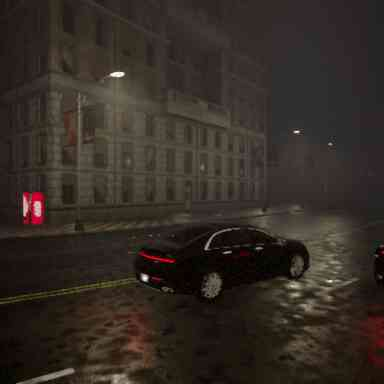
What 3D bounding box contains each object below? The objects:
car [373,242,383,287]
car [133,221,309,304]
[{"bbox_3d":[6.140,1.493,8.233,4.892,1.490,1.837,1,0,-42],"label":"car"},{"bbox_3d":[0.950,1.494,8.232,4.892,1.490,1.837,0,0,-38],"label":"car"}]
